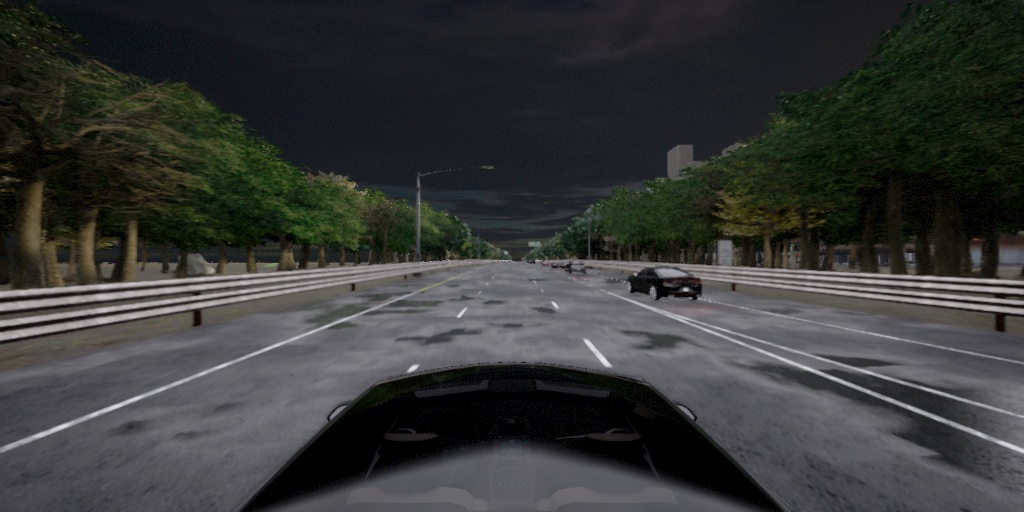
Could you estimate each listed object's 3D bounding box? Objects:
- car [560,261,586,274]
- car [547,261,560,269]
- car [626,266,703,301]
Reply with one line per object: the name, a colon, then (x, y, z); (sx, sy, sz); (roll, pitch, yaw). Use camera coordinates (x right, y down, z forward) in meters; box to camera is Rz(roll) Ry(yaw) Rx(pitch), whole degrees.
car: (7.020, 1.244, 40.109); (2.128, 1.511, 4.902); (0, 0, 0)
car: (7.067, 1.409, 56.397); (1.895, 1.301, 4.718); (0, 0, 0)
car: (7.109, 1.230, 17.277); (1.882, 1.535, 5.008); (0, 0, -2)
